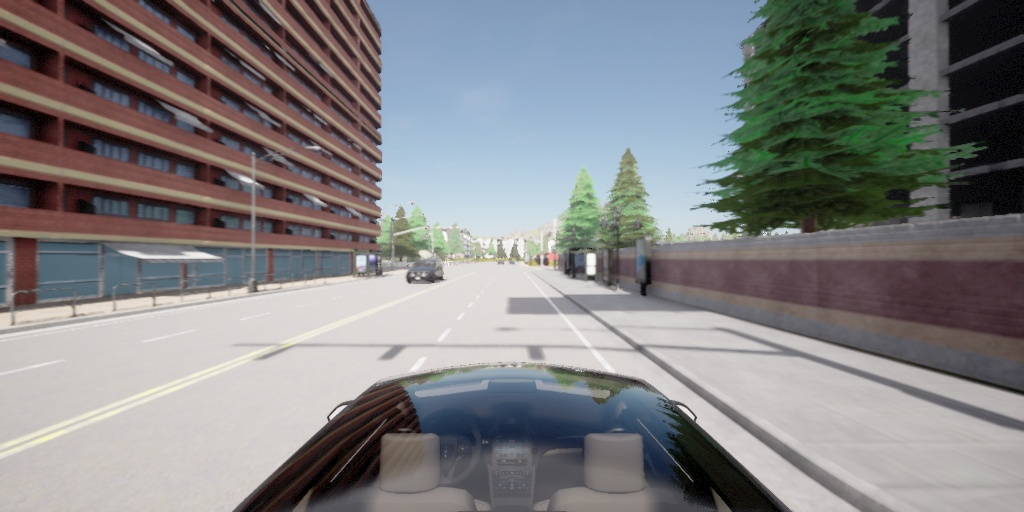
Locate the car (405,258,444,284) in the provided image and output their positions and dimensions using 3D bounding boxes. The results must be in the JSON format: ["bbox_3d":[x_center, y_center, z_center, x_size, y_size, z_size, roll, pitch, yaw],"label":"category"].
[{"bbox_3d":[-7.001,1.249,29.413,2.150,2.045,5.566,0,1,0],"label":"car"}]
